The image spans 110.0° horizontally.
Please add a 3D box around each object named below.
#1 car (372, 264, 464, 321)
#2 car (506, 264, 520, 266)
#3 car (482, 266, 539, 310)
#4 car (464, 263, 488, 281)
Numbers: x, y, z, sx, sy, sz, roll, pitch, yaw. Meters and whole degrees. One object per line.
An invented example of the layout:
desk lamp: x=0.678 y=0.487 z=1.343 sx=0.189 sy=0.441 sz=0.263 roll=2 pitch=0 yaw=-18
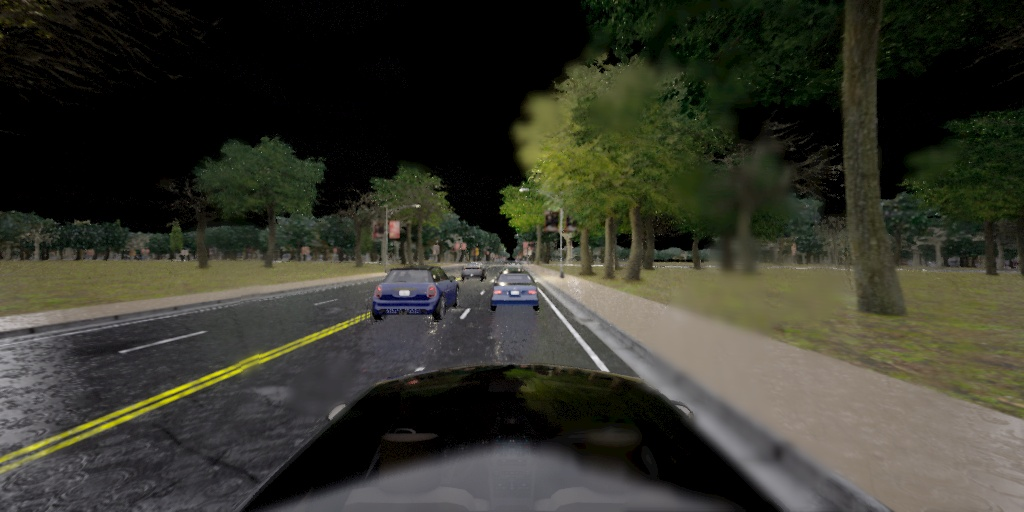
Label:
car: x=-3.148 y=1.110 z=12.630 sx=2.097 sy=1.767 sz=4.553 roll=0 pitch=0 yaw=0
car: x=0.108 y=1.463 z=38.351 sx=1.895 sy=1.301 sz=4.718 roll=0 pitch=0 yaw=0
car: x=0.103 y=1.310 z=14.755 sx=2.033 sy=1.411 sz=5.357 roll=0 pitch=0 yaw=0
car: x=-3.143 y=1.312 z=30.468 sx=2.128 sy=1.511 sz=4.902 roll=0 pitch=0 yaw=0
